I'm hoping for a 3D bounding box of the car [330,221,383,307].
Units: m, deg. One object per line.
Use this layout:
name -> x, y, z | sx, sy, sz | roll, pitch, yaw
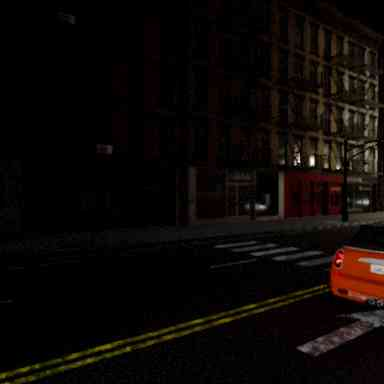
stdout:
car -> 4.968, 1.357, 6.978 | 4.553, 1.767, 2.097 | 0, 0, -35
